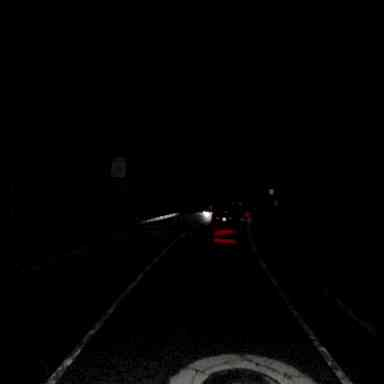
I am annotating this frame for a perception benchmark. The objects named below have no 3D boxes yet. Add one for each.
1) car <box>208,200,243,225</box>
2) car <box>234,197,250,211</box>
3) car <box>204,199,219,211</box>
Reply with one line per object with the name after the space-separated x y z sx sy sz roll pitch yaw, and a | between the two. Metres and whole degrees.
2.548 1.559 24.339 1.837 1.490 4.892 -1 -1 10 | car
6.094 1.443 41.349 2.097 1.767 4.553 -1 0 12 | car
2.736 1.661 42.890 2.128 1.511 4.902 -1 0 12 | car
